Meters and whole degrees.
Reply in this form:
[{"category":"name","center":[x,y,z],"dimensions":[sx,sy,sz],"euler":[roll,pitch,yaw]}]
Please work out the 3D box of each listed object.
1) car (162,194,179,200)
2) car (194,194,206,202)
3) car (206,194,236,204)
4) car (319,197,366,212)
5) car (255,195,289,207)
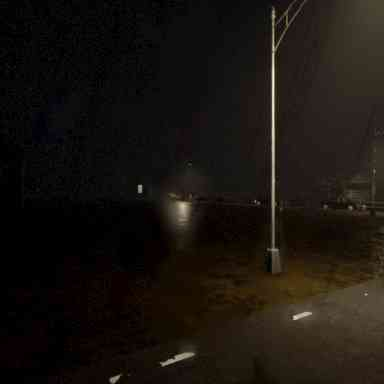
[{"category":"car","center":[-4.727,1.122,72.068],"dimensions":[1.895,1.301,4.718],"euler":[2,-1,-35]},{"category":"car","center":[2.576,1.151,61.840],"dimensions":[2.033,1.411,5.357],"euler":[2,-1,-35]},{"category":"car","center":[4.776,1.174,52.381],"dimensions":[1.895,1.301,4.718],"euler":[2,-1,-35]},{"category":"car","center":[16.303,1.292,36.124],"dimensions":[1.837,1.490,4.892],"euler":[2,0,-35]},{"category":"car","center":[10.547,1.177,44.238],"dimensions":[1.837,1.490,4.892],"euler":[2,0,-35]}]
